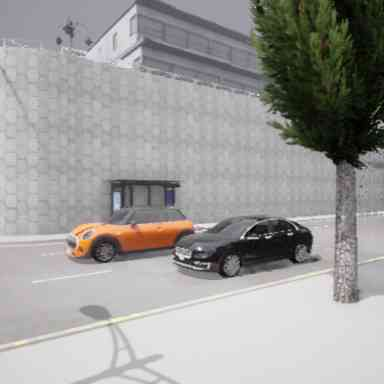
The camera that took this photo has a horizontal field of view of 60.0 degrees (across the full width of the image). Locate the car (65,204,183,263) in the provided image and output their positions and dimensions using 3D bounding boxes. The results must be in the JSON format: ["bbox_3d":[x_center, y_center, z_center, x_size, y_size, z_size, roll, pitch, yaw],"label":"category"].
[{"bbox_3d":[-2.089,1.334,11.963,4.553,1.767,2.097,0,0,-33],"label":"car"}]

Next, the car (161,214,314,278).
[{"bbox_3d":[1.715,1.490,10.187,4.892,1.490,1.837,0,0,-35],"label":"car"}]
